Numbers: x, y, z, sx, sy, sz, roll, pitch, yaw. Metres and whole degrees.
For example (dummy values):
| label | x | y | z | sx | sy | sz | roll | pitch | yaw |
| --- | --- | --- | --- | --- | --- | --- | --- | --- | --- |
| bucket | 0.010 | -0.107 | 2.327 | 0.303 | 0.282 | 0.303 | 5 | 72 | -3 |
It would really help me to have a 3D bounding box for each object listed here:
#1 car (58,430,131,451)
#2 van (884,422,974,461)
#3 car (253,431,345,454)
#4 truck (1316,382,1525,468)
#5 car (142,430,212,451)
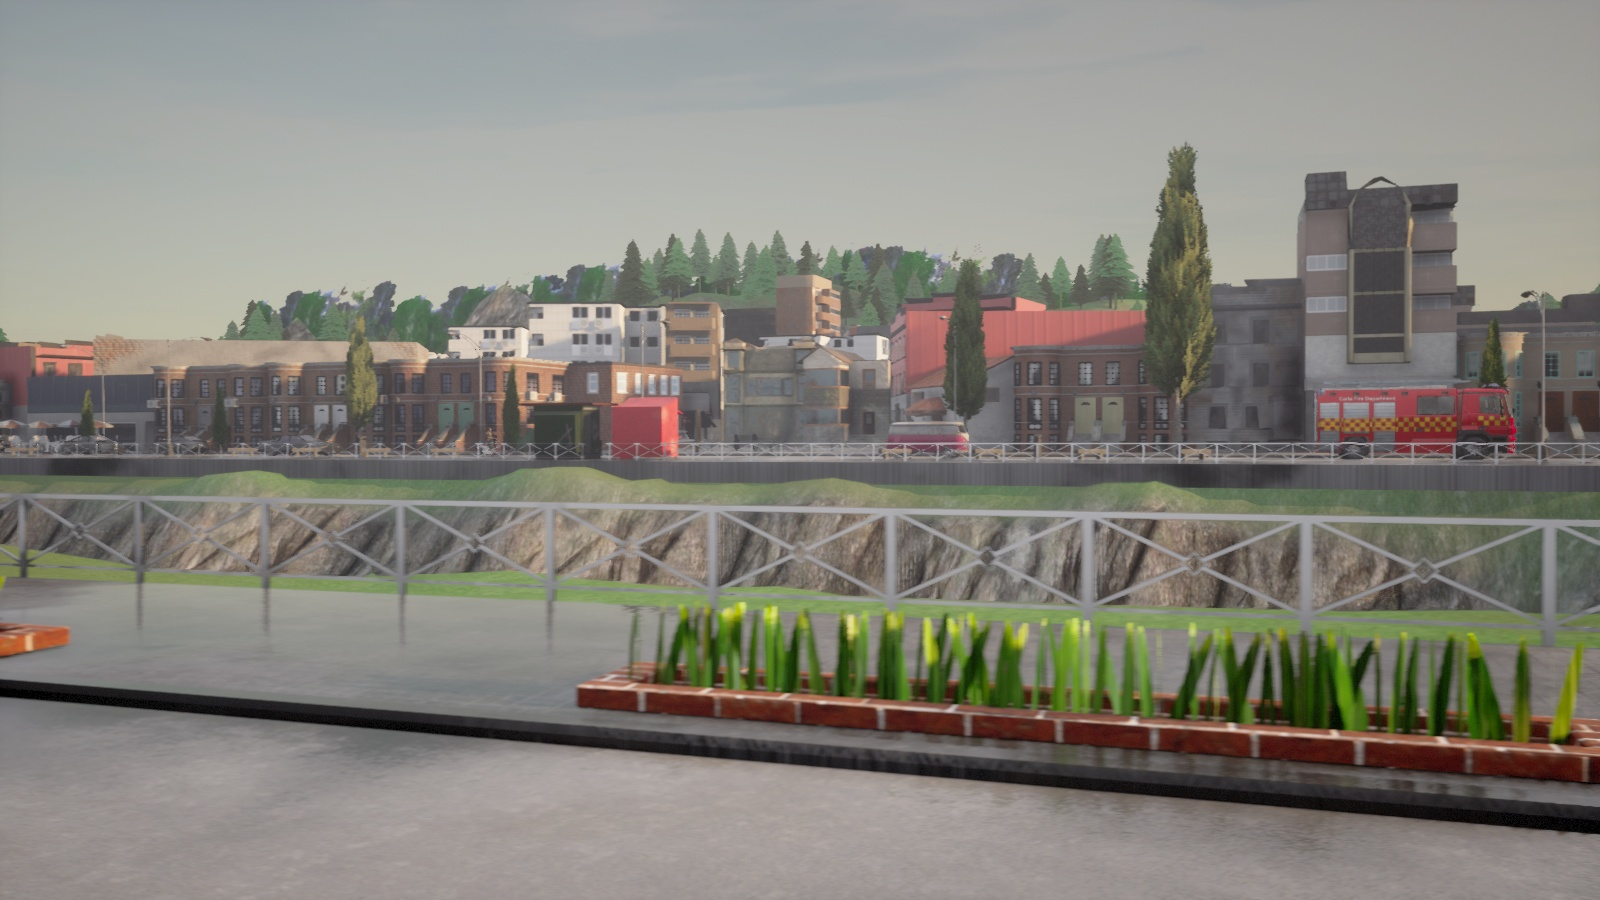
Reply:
| label | x | y | z | sx | sy | sz | roll | pitch | yaw |
| --- | --- | --- | --- | --- | --- | --- | --- | --- | --- |
| car | -47.685 | -0.648 | 84.851 | 4.181 | 1.385 | 1.994 | 1 | 1 | 19 |
| van | 6.827 | -0.460 | 66.524 | 4.442 | 1.987 | 1.775 | 1 | 1 | 19 |
| car | -31.689 | -0.518 | 79.474 | 5.357 | 1.411 | 2.033 | 1 | 1 | 19 |
| truck | 28.952 | -1.175 | 59.074 | 8.468 | 3.827 | 2.891 | 1 | 1 | 19 |
| car | -43.502 | -0.677 | 87.664 | 4.181 | 1.385 | 1.994 | 1 | 1 | 19 |
